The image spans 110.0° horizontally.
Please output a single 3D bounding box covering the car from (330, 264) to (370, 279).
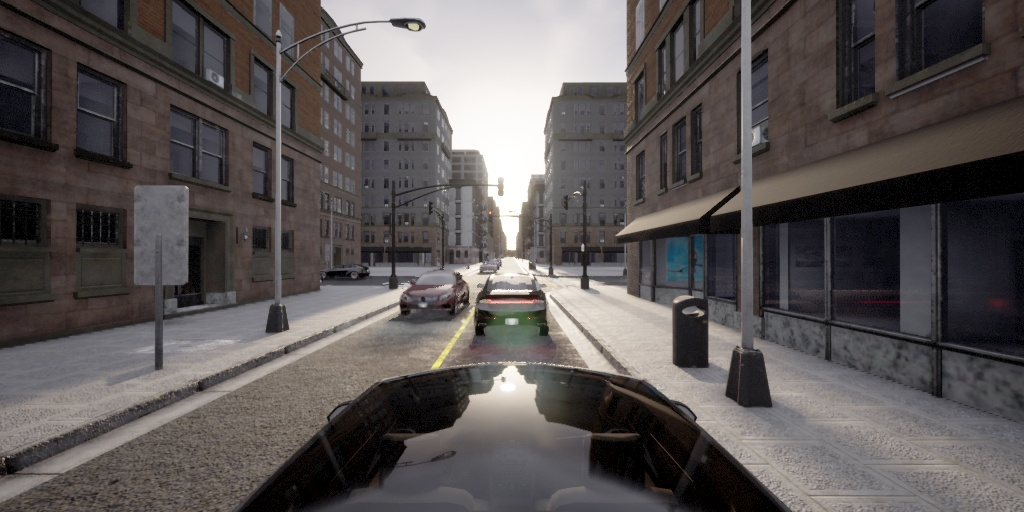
[{"bbox_3d":[-14.768,1.329,31.558,4.313,1.339,1.948,0,0,0],"label":"car"}]

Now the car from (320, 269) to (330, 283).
[{"bbox_3d":[-14.773,1.288,23.532,4.313,1.339,1.948,0,0,0],"label":"car"}]

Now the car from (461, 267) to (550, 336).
[{"bbox_3d":[-0.001,1.241,10.388,2.128,1.511,4.902,0,0,0],"label":"car"}]

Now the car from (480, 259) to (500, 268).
[{"bbox_3d":[-2.853,1.325,43.688,1.895,1.301,4.718,0,0,0],"label":"car"}]

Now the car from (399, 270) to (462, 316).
[{"bbox_3d":[-2.727,1.275,13.569,1.812,1.442,4.674,0,0,2],"label":"car"}]

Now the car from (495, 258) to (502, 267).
[{"bbox_3d":[-2.847,1.187,53.927,1.882,1.535,5.008,0,0,0],"label":"car"}]
